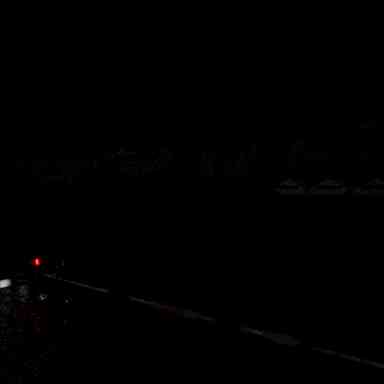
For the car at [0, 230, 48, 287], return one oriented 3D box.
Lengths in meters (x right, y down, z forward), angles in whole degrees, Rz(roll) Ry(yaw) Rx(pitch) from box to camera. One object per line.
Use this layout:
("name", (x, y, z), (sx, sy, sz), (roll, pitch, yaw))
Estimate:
("car", (-5.587, 1.533, 7.978), (4.718, 1.301, 1.895), (1, 0, 36))
